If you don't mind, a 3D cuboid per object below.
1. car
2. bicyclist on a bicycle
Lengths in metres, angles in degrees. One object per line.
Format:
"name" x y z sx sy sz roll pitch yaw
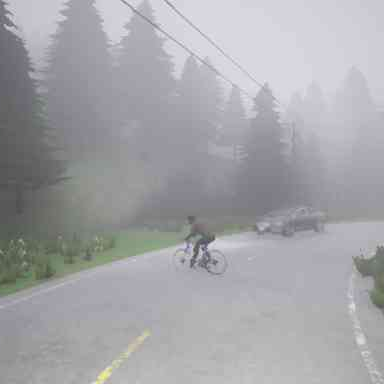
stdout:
"car" 5.220 1.491 17.513 4.902 1.511 2.128 0 0 -40
"bicyclist on a bicycle" 0.166 1.455 9.119 1.656 1.620 0.582 -2 -1 26
